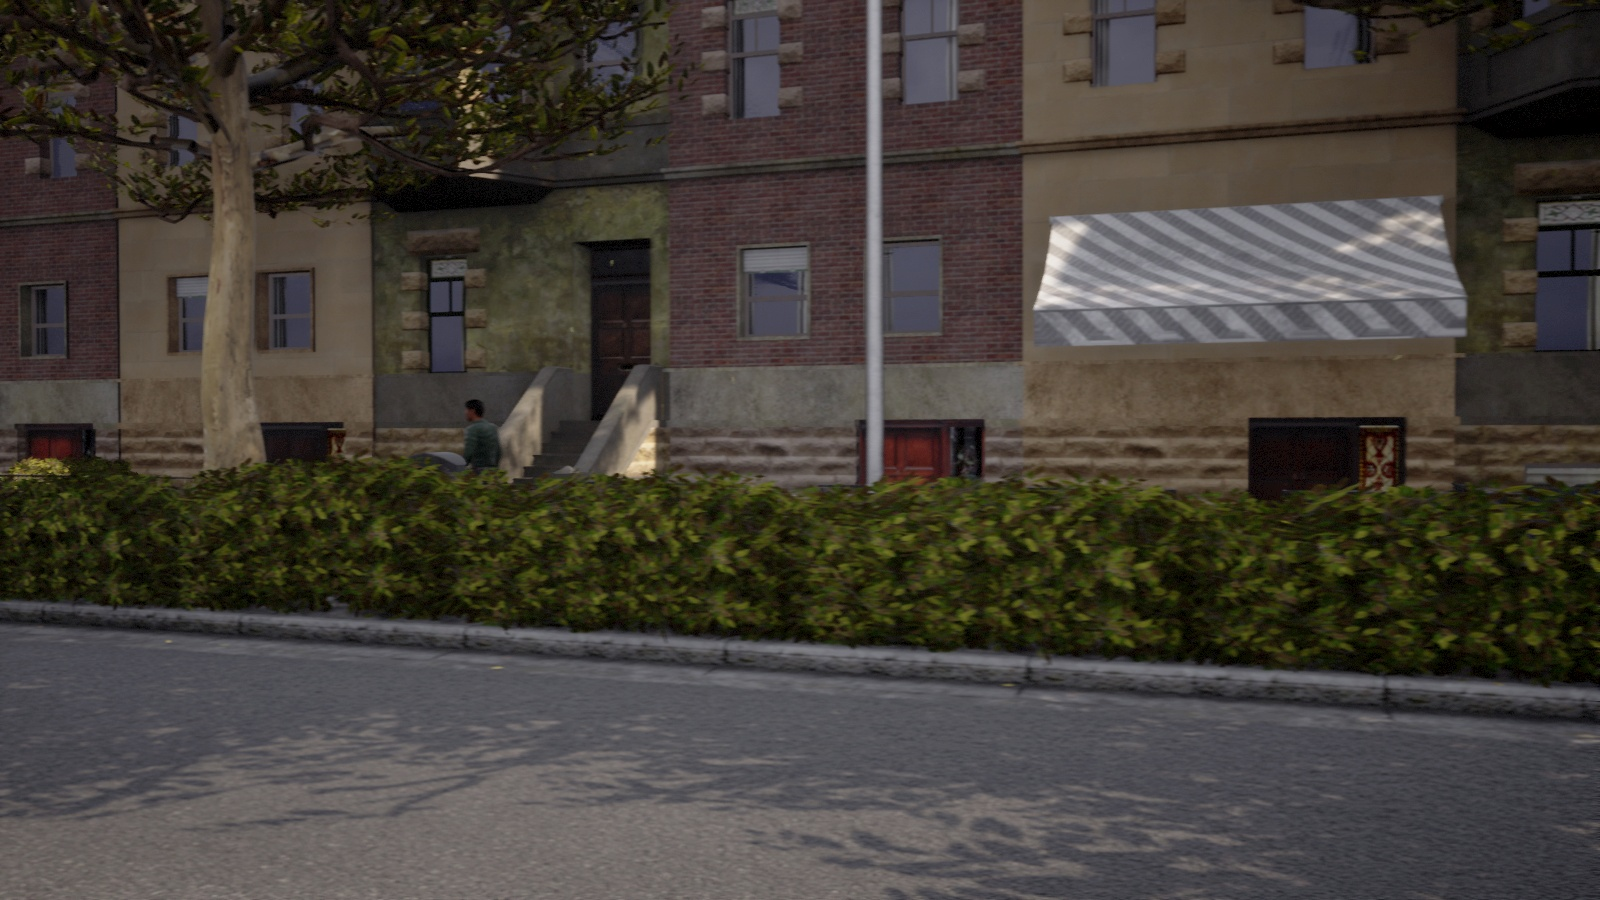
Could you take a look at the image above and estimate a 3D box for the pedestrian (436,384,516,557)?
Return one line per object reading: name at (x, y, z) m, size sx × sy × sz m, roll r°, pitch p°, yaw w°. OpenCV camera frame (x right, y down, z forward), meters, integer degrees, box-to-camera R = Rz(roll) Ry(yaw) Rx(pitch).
pedestrian at (-3.715, 0.225, 14.416) m, size 0.788 × 1.949 × 0.423 m, roll 0°, pitch 1°, yaw 11°
